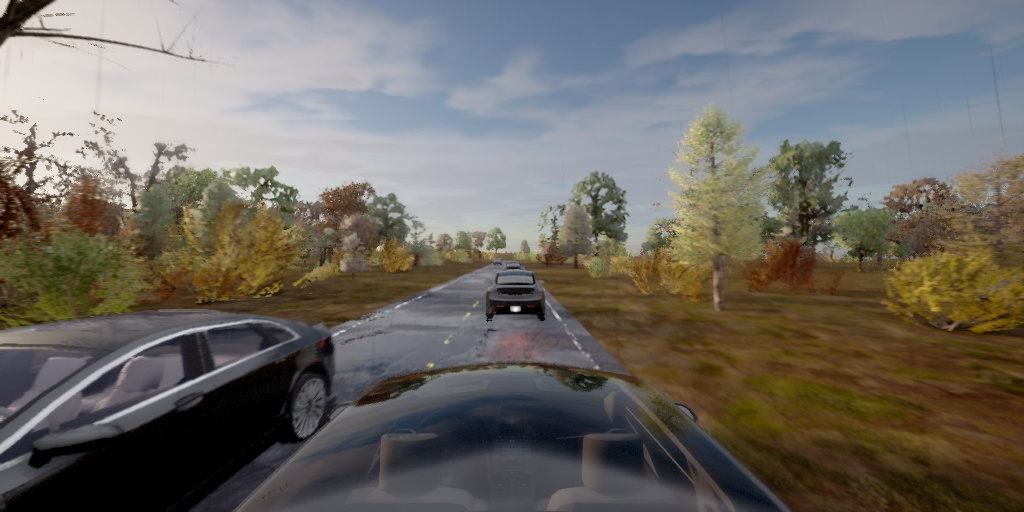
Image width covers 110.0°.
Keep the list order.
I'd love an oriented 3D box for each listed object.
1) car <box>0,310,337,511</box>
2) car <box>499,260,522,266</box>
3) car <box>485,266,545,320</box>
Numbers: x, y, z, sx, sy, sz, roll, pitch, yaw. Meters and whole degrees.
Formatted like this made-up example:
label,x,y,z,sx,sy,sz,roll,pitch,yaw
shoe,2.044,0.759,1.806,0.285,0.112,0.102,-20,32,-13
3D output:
label,x,y,z,sx,sy,sz,roll,pitch,yaw
car,-3.100,1.242,2.518,2.128,1.511,4.902,0,0,0
car,0.102,1.255,30.720,1.837,1.490,4.892,0,0,0
car,0.102,1.256,12.618,1.837,1.490,4.892,0,0,0
